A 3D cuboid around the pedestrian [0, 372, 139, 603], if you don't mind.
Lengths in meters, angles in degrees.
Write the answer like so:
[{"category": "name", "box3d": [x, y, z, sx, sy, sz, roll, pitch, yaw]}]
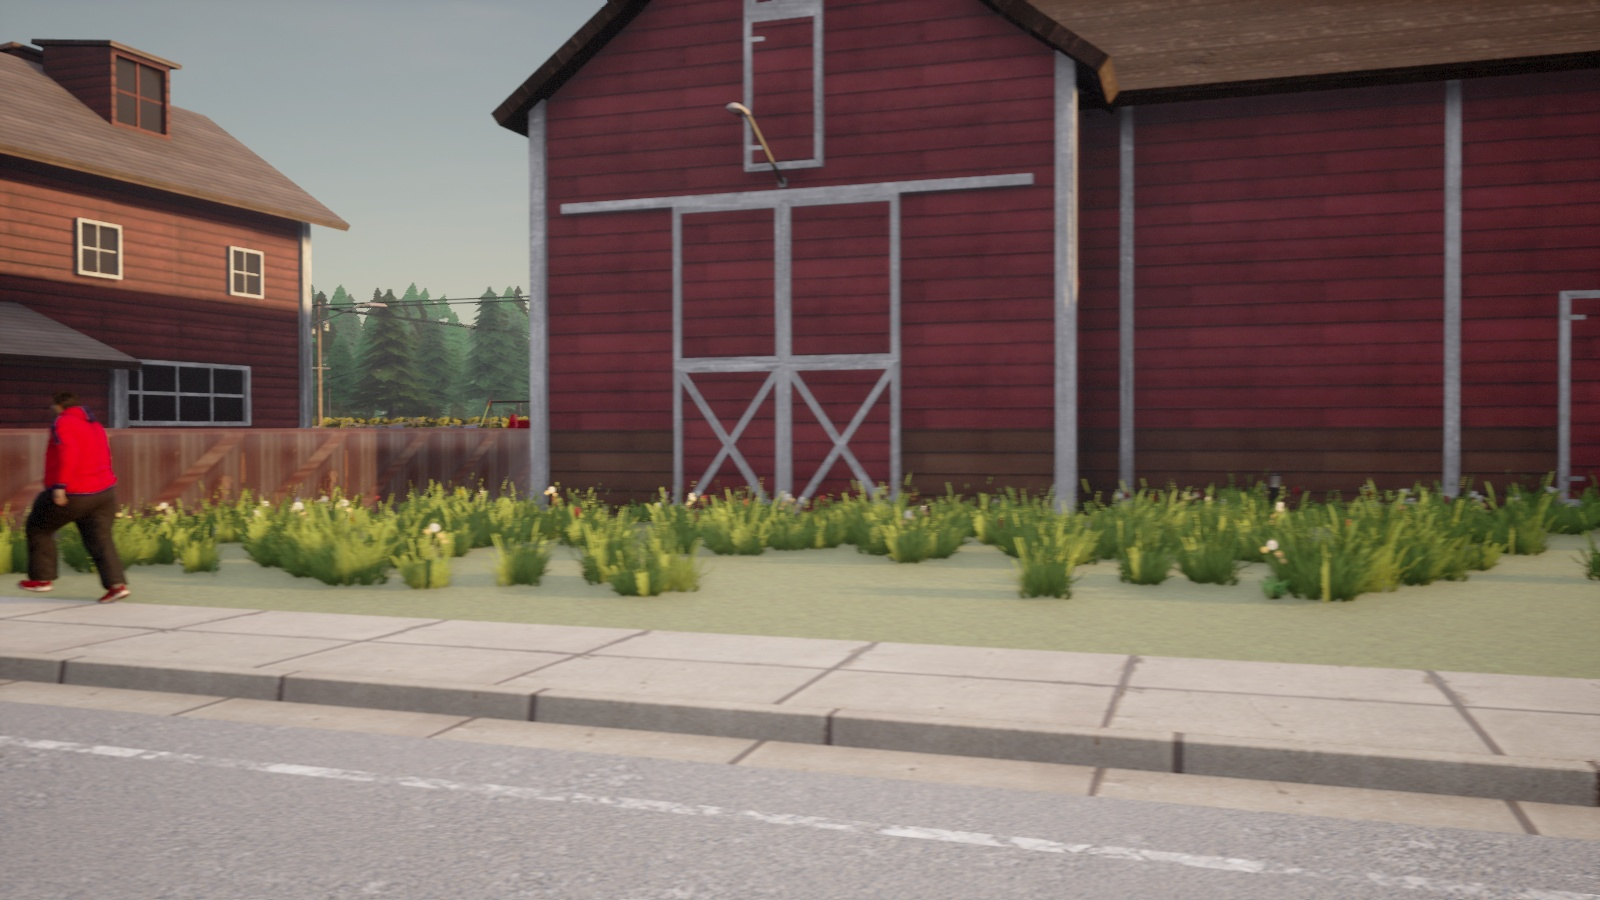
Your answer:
[{"category": "pedestrian", "box3d": [-6.117, 0.292, 10.437, 0.899, 1.844, 0.634, 0, 1, 11]}]
